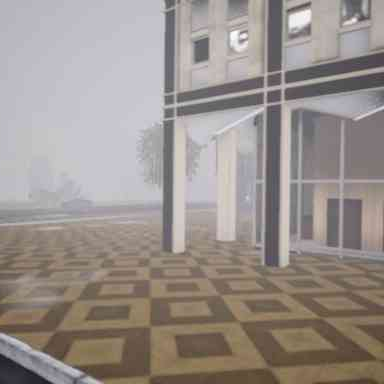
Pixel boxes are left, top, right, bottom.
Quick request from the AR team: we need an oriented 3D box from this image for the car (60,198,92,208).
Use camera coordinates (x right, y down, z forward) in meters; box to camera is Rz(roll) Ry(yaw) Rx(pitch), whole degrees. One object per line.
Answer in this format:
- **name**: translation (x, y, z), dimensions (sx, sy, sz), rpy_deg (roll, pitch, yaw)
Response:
- **car**: translation (-15.745, 1.465, 45.410), dimensions (1.994, 1.385, 4.181), rpy_deg (1, 1, 38)
